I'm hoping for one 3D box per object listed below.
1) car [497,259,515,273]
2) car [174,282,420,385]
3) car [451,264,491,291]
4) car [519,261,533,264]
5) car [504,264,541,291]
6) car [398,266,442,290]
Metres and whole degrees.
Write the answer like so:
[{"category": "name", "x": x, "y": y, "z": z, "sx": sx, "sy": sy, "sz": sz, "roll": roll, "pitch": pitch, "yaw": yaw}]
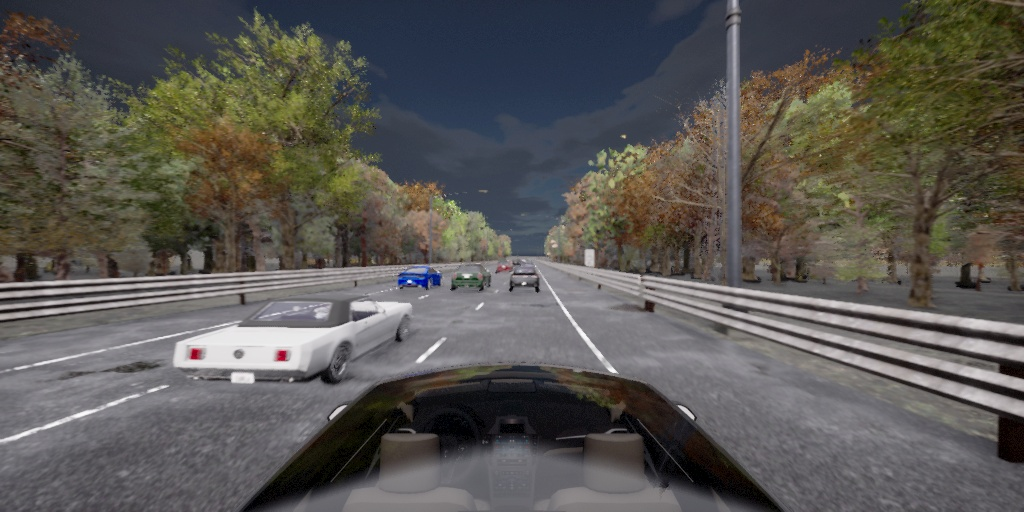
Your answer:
[{"category": "car", "x": -1.072, "y": 1.614, "z": 53.127, "sx": 2.097, "sy": 1.767, "sz": 4.553, "roll": 0, "pitch": -1, "yaw": 3}, {"category": "car", "x": -3.554, "y": 1.396, "z": 7.120, "sx": 1.895, "sy": 1.301, "sz": 4.718, "roll": 0, "pitch": -1, "yaw": 3}, {"category": "car", "x": -2.639, "y": 1.325, "z": 24.098, "sx": 2.097, "sy": 1.767, "sz": 4.553, "roll": 0, "pitch": -1, "yaw": 3}, {"category": "car", "x": 2.318, "y": 1.802, "z": 51.024, "sx": 2.033, "sy": 1.411, "sz": 5.357, "roll": 0, "pitch": -1, "yaw": 3}, {"category": "car", "x": 0.863, "y": 1.477, "z": 24.008, "sx": 2.128, "sy": 1.511, "sz": 4.902, "roll": 0, "pitch": -1, "yaw": 3}, {"category": "car", "x": -6.127, "y": 1.442, "z": 24.396, "sx": 1.882, "sy": 1.535, "sz": 5.008, "roll": 0, "pitch": -1, "yaw": 3}]
